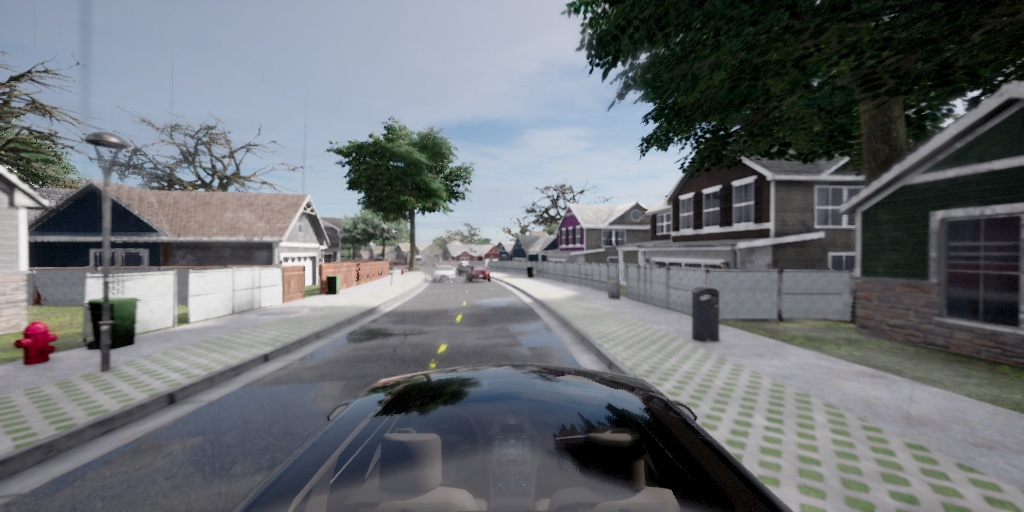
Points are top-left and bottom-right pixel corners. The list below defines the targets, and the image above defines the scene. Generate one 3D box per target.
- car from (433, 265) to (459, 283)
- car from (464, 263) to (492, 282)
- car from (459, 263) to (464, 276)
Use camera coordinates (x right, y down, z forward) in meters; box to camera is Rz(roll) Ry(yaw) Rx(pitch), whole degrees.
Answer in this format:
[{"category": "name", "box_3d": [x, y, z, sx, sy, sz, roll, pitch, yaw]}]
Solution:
[{"category": "car", "box_3d": [-5.843, 1.522, 31.096, 1.812, 1.442, 4.674, 0, -1, -11]}, {"category": "car", "box_3d": [-3.016, 1.517, 31.955, 1.812, 1.442, 4.674, 0, 0, -11]}, {"category": "car", "box_3d": [-5.792, 1.602, 44.037, 2.128, 1.511, 4.902, 0, 0, -15]}]
